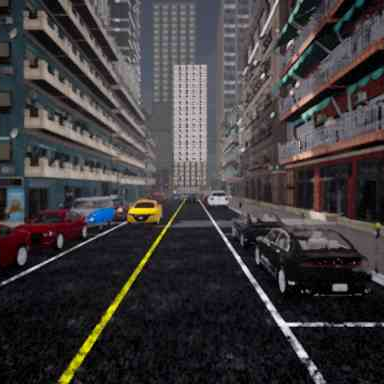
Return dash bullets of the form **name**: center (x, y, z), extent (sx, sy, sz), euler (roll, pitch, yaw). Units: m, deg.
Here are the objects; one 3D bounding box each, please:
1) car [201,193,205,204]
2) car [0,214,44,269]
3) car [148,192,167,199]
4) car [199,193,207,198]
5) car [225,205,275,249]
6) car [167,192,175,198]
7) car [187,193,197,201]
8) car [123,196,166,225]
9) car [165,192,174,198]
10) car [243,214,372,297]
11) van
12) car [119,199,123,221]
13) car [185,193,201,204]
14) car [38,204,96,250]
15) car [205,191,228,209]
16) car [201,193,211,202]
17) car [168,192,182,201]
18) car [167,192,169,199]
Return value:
- **car**: center (2.685, 1.133, 52.401), extent (1.887, 1.381, 4.507), euler (-1, 0, 0)
- **car**: center (-5.698, 1.478, 8.229), extent (1.887, 1.381, 4.507), euler (0, 0, 0)
- **car**: center (-5.698, 0.904, 52.413), extent (2.192, 1.841, 5.009), euler (-1, 0, 0)
- **car**: center (2.687, 0.884, 85.541), extent (1.887, 1.381, 4.507), euler (-1, 0, 0)
- **car**: center (2.683, 1.440, 13.738), extent (2.008, 1.369, 4.403), euler (-1, 0, 0)
- **car**: center (-5.693, 0.843, 91.079), extent (1.887, 1.381, 4.507), euler (-1, 0, 0)
- **car**: center (0.004, 0.953, 68.026), extent (1.837, 1.490, 4.892), euler (0, 0, 0)
- **car**: center (-3.099, 1.296, 22.627), extent (1.882, 1.535, 5.008), euler (0, 0, 0)
- **car**: center (-5.695, 0.779, 85.555), extent (1.967, 1.590, 4.097), euler (-1, 0, 0)
- **car**: center (2.682, 1.484, 8.215), extent (2.008, 1.369, 4.403), euler (-1, 0, 0)
- **van**: center (-5.700, 1.186, 19.274), extent (1.690, 1.788, 3.998), euler (-1, 0, 0)
- **car**: center (-5.699, 1.242, 24.798), extent (1.967, 1.590, 4.097), euler (-1, 0, 0)
- **car**: center (0.004, 1.161, 51.375), extent (1.994, 1.385, 4.181), euler (0, 0, 0)
- **car**: center (-5.698, 1.434, 13.753), extent (1.887, 1.381, 4.507), euler (-1, 0, 0)
- **car**: center (3.002, 0.915, 39.186), extent (2.150, 2.045, 5.566), euler (0, 0, 0)
- **car**: center (2.686, 1.029, 63.617), extent (1.752, 1.417, 4.829), euler (-1, 0, 0)
- **car**: center (-3.021, 1.022, 64.496), extent (1.812, 1.442, 4.674), euler (0, 0, 1)
- **car**: center (-5.694, 1.003, 74.509), extent (1.802, 1.307, 4.206), euler (-1, 0, 0)
